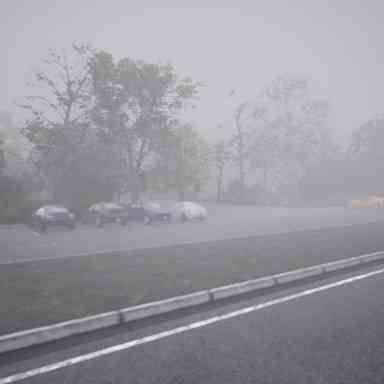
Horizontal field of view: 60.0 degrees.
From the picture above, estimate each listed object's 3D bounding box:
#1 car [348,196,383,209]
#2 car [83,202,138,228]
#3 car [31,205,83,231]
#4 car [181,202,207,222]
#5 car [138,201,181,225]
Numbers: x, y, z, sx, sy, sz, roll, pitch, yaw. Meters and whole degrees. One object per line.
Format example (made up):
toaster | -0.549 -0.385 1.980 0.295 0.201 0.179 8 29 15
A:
car | 22.550 1.337 42.560 2.097 1.535 5.008 0 0 -35
car | -5.893 1.457 22.324 2.231 1.521 4.892 0 0 -35
car | -8.564 1.507 20.427 2.002 1.452 4.674 0 0 -35
car | -0.662 1.473 26.050 2.002 1.452 4.674 0 0 -35
car | -3.233 1.444 24.231 2.097 1.535 5.008 0 0 -35
